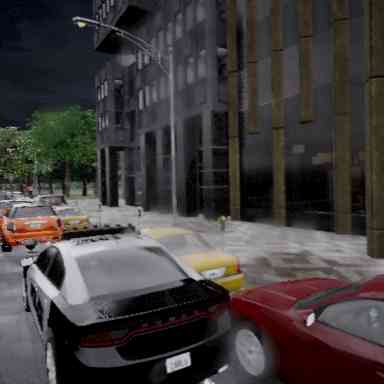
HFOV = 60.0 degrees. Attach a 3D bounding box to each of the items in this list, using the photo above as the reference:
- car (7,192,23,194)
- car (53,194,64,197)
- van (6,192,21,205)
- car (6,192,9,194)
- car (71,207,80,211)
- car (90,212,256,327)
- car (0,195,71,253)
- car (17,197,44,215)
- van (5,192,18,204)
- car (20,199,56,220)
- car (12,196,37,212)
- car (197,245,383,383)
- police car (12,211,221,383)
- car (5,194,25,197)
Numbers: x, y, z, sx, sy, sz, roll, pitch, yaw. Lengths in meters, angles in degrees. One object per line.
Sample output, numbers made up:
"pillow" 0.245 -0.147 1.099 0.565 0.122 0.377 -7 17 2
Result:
"car" -20.723 1.100 40.005 1.967 1.590 4.097 -2 1 -32
"car" -9.315 1.082 21.486 2.192 1.841 5.009 -2 1 -32
"van" -26.431 0.951 49.261 1.690 1.788 3.998 -2 1 -32
"car" -23.579 0.950 44.632 2.192 1.841 5.009 -2 1 -32
"car" -6.546 1.318 17.007 1.752 1.417 4.829 -2 1 -32
"car" -0.840 1.374 7.749 1.752 1.417 4.829 -2 1 -32
"car" -6.661 1.216 13.637 2.097 1.767 4.553 -2 1 -32
"car" -15.104 1.237 30.893 1.752 1.417 4.829 -2 1 -32
"van" -29.284 0.926 53.890 1.690 1.788 3.998 -2 1 -32
"car" -12.161 1.290 26.120 2.008 1.369 4.403 -2 1 -32
"car" -17.868 1.231 35.378 1.887 1.381 4.507 -2 1 -32
"car" 2.103 1.423 2.976 1.887 1.381 4.507 -2 1 -32
"police car" -1.486 1.341 5.244 1.930 1.638 5.238 -2 1 -32
"car" -9.980 1.191 18.672 2.097 1.767 4.553 -2 1 -29
